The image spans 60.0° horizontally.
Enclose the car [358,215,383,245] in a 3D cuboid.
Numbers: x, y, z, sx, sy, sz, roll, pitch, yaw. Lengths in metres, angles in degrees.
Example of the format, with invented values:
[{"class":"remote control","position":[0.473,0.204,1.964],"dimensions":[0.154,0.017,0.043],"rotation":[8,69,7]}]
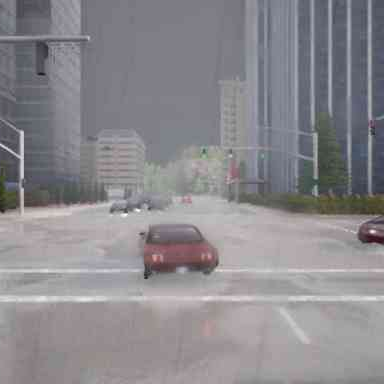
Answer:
[{"class":"car","position":[9.281,1.587,14.242],"dimensions":[4.181,1.385,1.994],"rotation":[0,-1,-20]}]

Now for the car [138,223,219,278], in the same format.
[{"class":"car","position":[-0.667,1.618,10.282],"dimensions":[1.895,1.301,4.718],"rotation":[0,0,-11]}]

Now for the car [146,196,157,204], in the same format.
[{"class":"car","position":[-8.174,1.589,67.482],"dimensions":[1.882,1.535,5.008],"rotation":[0,0,-1]}]

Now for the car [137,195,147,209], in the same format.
[{"class":"car","position":[-7.940,1.583,46.609],"dimensions":[1.837,1.490,4.892],"rotation":[0,0,-1]}]

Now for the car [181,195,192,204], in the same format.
[{"class":"car","position":[-1.175,1.465,67.811],"dimensions":[2.097,1.767,4.553],"rotation":[0,0,-1]}]

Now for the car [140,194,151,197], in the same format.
[{"class":"car","position":[-8.035,1.317,57.015],"dimensions":[2.150,2.045,5.566],"rotation":[0,0,-1]}]

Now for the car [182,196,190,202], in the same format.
[{"class":"car","position":[-1.332,1.654,78.100],"dimensions":[1.812,1.442,4.674],"rotation":[0,0,-1]}]

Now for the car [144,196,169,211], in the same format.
[{"class":"car","position":[-4.377,1.617,41.457],"dimensions":[2.033,1.411,5.357],"rotation":[0,0,-1]}]

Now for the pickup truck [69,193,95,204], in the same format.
[{"class":"pickup truck","position":[-21.233,1.166,63.223],"dimensions":[2.390,2.098,6.274],"rotation":[0,0,30]}]

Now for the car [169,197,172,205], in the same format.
[{"class":"car","position":[-4.495,1.591,51.300],"dimensions":[1.837,1.490,4.892],"rotation":[0,0,-1]}]

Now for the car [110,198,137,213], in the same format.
[{"class":"car","position":[-7.819,1.589,37.355],"dimensions":[1.812,1.442,4.674],"rotation":[0,0,1]}]
